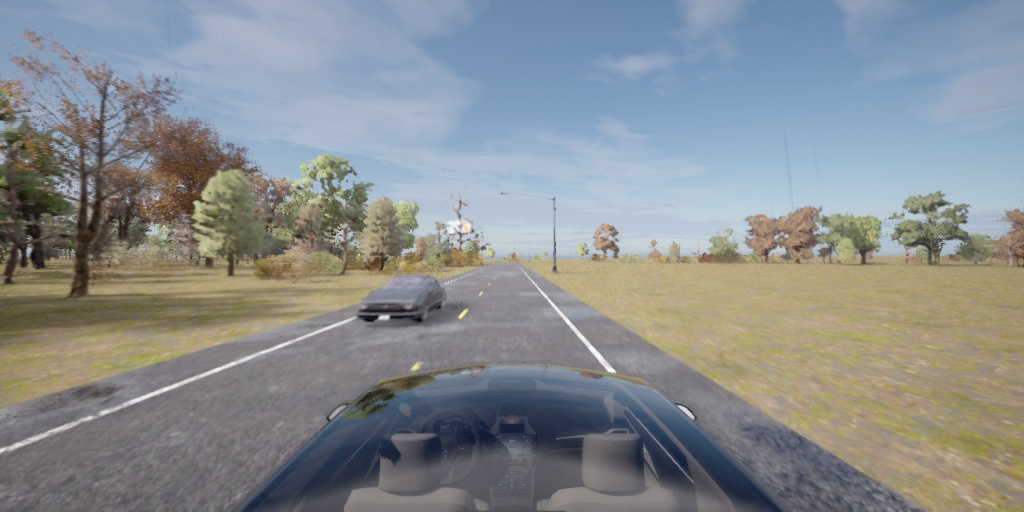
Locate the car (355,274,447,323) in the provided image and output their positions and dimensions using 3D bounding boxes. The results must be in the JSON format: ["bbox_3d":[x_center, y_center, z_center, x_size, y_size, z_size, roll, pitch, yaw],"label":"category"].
[{"bbox_3d":[-3.595,1.370,12.763,2.033,1.411,5.357,0,0,0],"label":"car"}]
